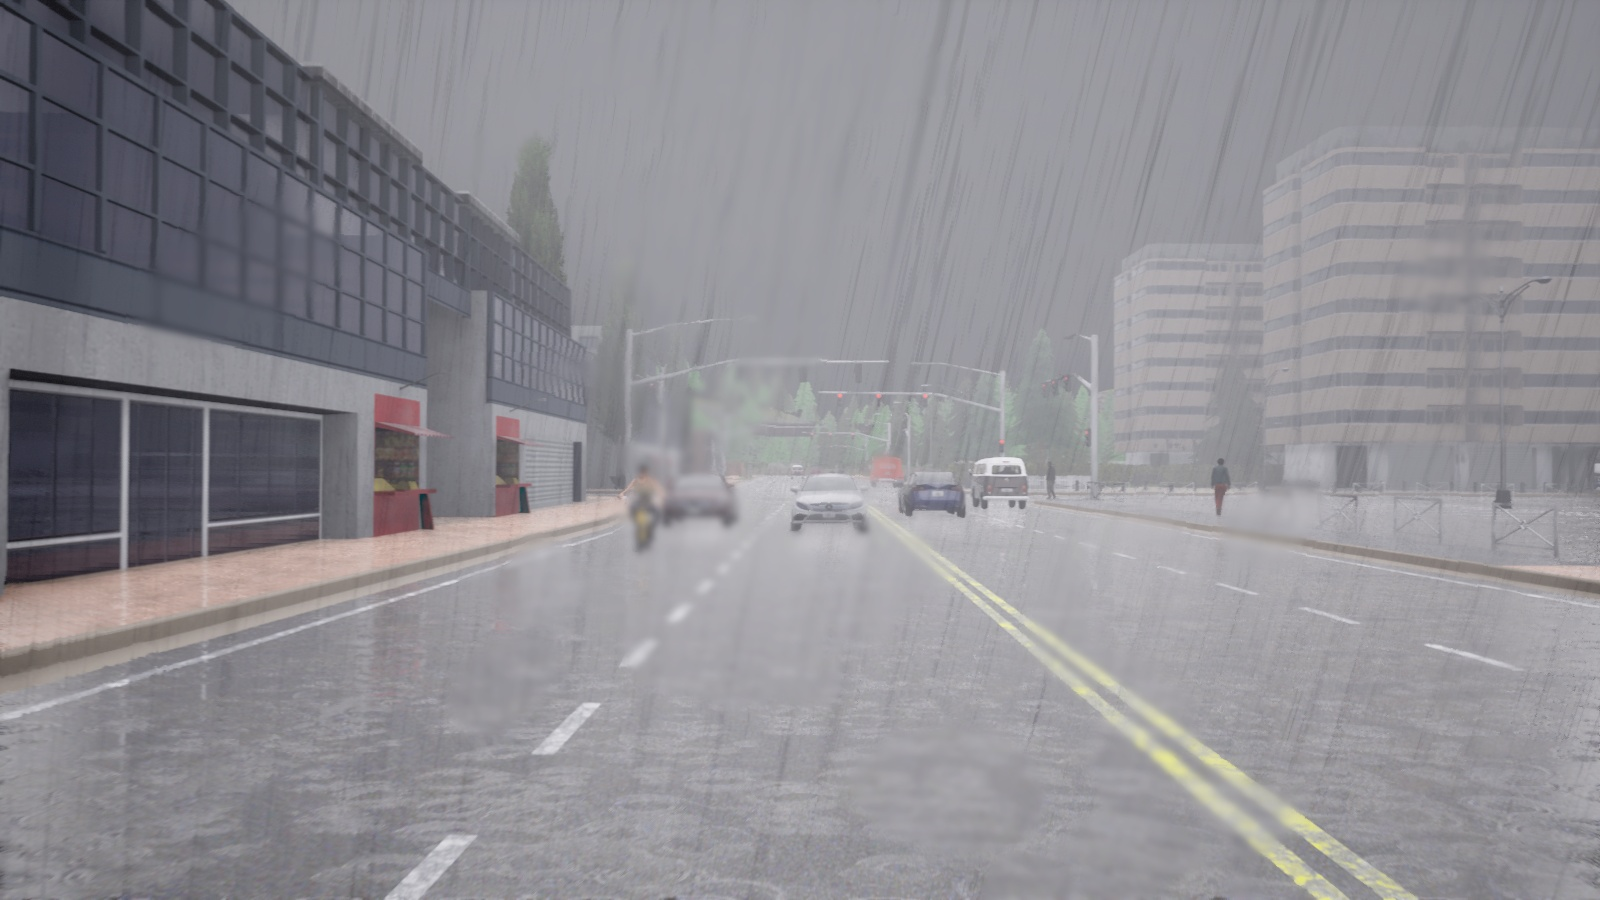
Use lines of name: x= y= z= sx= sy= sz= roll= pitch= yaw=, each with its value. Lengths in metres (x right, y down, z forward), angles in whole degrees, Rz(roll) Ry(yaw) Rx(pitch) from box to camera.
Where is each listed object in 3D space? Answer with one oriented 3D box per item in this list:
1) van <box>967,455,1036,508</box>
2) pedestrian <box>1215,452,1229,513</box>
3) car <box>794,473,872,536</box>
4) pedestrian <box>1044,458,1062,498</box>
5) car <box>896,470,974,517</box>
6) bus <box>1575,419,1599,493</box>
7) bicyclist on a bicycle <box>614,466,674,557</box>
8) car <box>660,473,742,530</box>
van: x=8.091 y=1.266 z=50.793 sx=2.069 sy=2.038 sz=4.480 roll=0 pitch=-1 yaw=0
pedestrian: x=12.930 y=0.999 z=38.484 sx=0.353 sy=1.847 sz=0.614 roll=0 pitch=-1 yaw=14
car: x=0.803 y=1.309 z=31.664 sx=1.812 sy=1.442 sz=4.674 roll=0 pitch=-1 yaw=1
pedestrian: x=11.917 y=1.313 z=59.175 sx=0.703 sy=1.840 sz=0.431 roll=0 pitch=-1 yaw=-31
car: x=4.492 y=1.431 z=42.467 sx=2.163 sy=1.488 sz=4.792 roll=0 pitch=-1 yaw=1
bus: x=50.660 y=0.322 z=71.805 sx=10.273 sy=4.253 sz=3.944 roll=0 pitch=-1 yaw=-1
bicyclist on a bicycle: x=-2.844 y=1.104 z=23.042 sx=0.866 sy=1.612 sz=1.509 roll=0 pitch=-1 yaw=1
car: x=-2.645 y=1.367 z=34.651 sx=1.812 sy=1.442 sz=4.674 roll=0 pitch=-1 yaw=1
